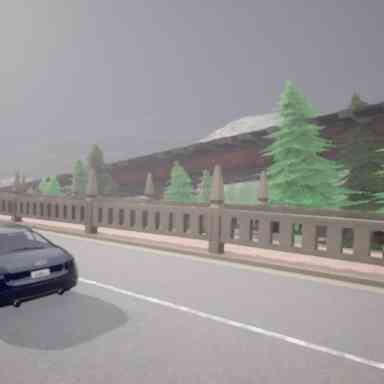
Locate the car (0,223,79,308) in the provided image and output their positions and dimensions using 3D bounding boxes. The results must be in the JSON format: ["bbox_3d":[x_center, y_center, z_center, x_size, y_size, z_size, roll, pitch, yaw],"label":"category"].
[{"bbox_3d":[-4.324,1.364,7.072,4.181,1.385,1.994,2,1,35],"label":"car"}]
